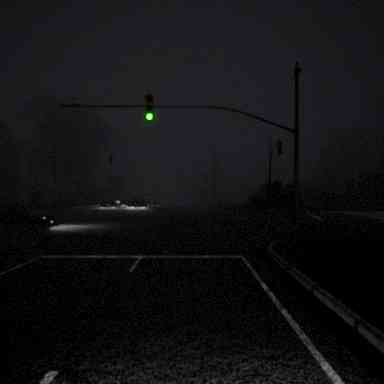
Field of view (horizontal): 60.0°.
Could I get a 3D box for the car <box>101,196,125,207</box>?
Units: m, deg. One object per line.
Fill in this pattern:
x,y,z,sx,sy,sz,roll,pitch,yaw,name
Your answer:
-10.663,1.267,43.999,2.033,1.411,5.357,0,-1,-4,car

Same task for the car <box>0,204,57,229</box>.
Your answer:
-11.212,1.430,20.369,5.357,1.411,2.033,0,1,1,car

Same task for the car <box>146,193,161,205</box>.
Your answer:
-7.132,1.248,56.684,2.150,2.045,5.566,0,-1,0,car

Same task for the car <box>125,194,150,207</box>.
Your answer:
-7.136,1.280,43.808,1.994,1.385,4.181,0,-1,0,car

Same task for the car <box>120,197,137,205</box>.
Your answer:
-10.631,1.607,56.003,1.895,1.301,4.718,0,-2,0,car

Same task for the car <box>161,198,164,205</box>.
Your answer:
-7.061,1.923,70.837,2.097,1.767,4.553,0,-2,0,car
